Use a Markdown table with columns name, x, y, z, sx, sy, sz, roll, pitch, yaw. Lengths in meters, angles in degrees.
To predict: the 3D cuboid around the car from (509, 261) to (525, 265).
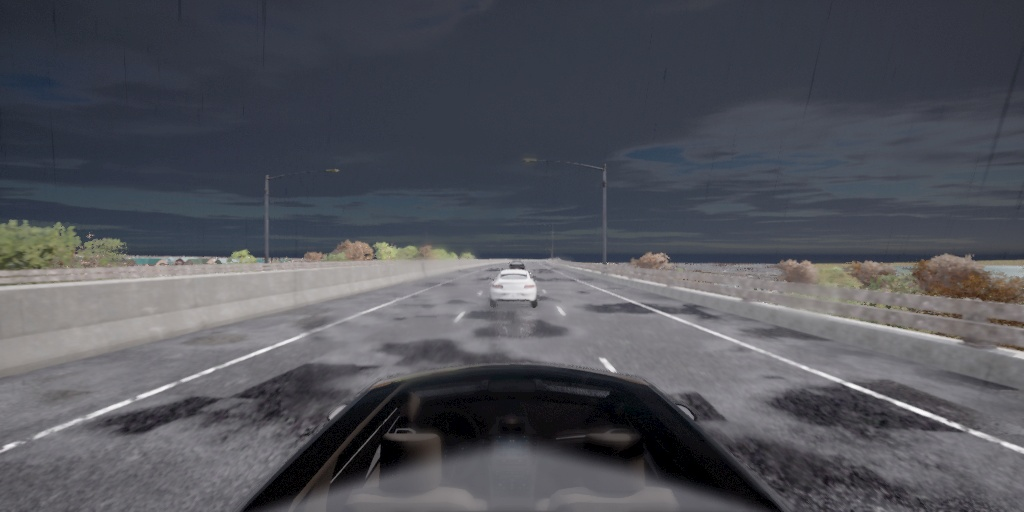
| name | x | y | z | sx | sy | sz | roll | pitch | yaw |
| --- | --- | --- | --- | --- | --- | --- | --- | --- | --- |
| car | 0.593 | 1.290 | 42.601 | 1.882 | 1.535 | 5.008 | 0 | 0 | 1 |

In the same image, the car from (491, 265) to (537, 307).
| name | x | y | z | sx | sy | sz | roll | pitch | yaw |
| --- | --- | --- | --- | --- | --- | --- | --- | --- | --- |
| car | 0.084 | 1.288 | 15.547 | 1.812 | 1.442 | 4.674 | 0 | 0 | 1 |
